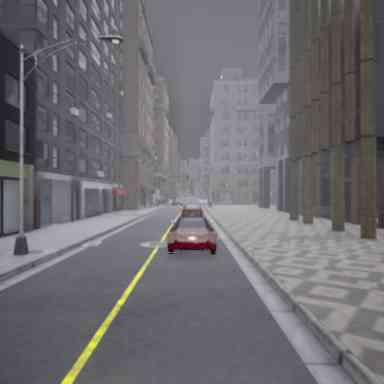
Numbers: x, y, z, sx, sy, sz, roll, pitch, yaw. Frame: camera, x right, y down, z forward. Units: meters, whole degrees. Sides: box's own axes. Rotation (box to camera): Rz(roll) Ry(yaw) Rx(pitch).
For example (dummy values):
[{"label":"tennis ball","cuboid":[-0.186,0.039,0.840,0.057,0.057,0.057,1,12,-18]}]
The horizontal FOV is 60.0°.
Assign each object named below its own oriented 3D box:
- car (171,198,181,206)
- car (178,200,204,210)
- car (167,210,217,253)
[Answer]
[{"label":"car","cuboid":[-2.946,1.924,66.194,2.097,1.767,4.553,0,0,0]},{"label":"car","cuboid":[0.031,1.749,29.480,1.882,1.535,5.008,0,0,0]},{"label":"car","cuboid":[0.015,1.702,14.321,1.994,1.385,4.181,0,0,0]}]
